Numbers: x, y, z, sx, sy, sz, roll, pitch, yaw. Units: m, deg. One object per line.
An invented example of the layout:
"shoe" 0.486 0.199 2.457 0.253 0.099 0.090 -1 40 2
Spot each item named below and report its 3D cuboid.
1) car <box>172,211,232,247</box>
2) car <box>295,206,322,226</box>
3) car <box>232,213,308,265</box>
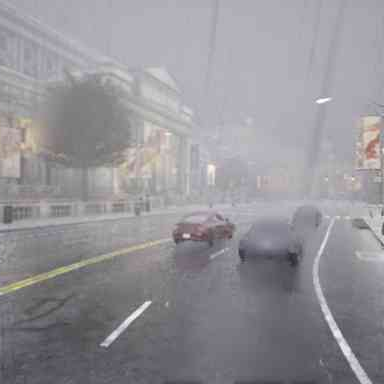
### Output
"car" 0.651 1.640 15.693 1.812 1.442 4.674 0 0 22
"car" 8.971 1.811 25.821 2.033 1.411 5.357 0 0 24
"car" 3.074 1.678 12.325 1.994 1.385 4.181 0 0 21
